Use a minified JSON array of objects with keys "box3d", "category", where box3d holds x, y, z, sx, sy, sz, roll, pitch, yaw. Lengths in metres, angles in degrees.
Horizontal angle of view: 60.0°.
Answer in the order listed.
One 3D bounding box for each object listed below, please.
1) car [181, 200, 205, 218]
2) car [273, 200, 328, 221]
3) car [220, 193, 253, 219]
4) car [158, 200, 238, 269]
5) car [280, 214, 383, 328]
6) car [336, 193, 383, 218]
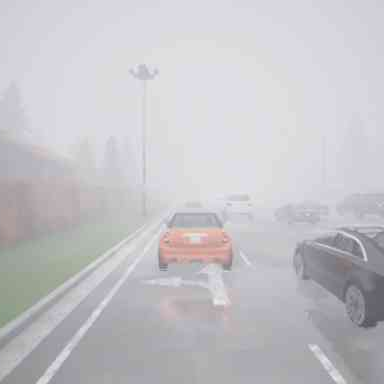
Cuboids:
[{"box3d":[0.087,1.436,29.141,1.994,1.385,4.181,0,0,0],"category":"car"},{"box3d":[7.090,1.447,22.928,2.033,1.411,5.357,0,0,0],"category":"car"},{"box3d":[3.588,1.100,27.549,2.150,2.045,5.566,0,0,0],"category":"car"},{"box3d":[0.095,1.303,11.083,2.097,1.767,4.553,0,0,0],"category":"car"},{"box3d":[3.595,1.461,6.883,2.128,1.511,4.902,0,0,0],"category":"car"},{"box3d":[14.088,1.100,27.626,2.150,2.045,5.566,0,0,0],"category":"car"}]
